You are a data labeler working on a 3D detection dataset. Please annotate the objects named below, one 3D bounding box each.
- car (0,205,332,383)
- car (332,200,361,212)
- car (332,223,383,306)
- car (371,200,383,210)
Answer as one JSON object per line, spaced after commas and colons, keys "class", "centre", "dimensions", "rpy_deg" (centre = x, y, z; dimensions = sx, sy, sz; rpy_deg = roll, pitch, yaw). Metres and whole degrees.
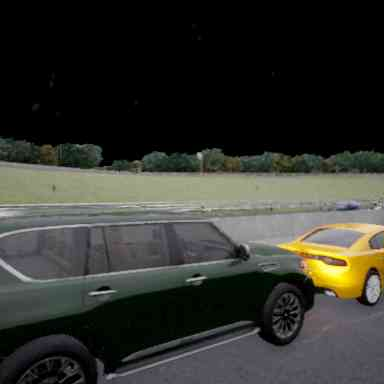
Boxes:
{"class": "car", "centre": [-0.630, 1.234, 4.711], "dimensions": [5.566, 2.045, 2.150], "rpy_deg": [0, 0, -36]}
{"class": "car", "centre": [17.706, 1.670, 38.346], "dimensions": [4.674, 1.442, 1.812], "rpy_deg": [0, 0, -36]}
{"class": "car", "centre": [4.225, 1.507, 8.195], "dimensions": [5.008, 1.535, 1.882], "rpy_deg": [0, 0, -36]}
{"class": "car", "centre": [21.834, 1.637, 37.023], "dimensions": [4.902, 1.511, 2.128], "rpy_deg": [0, 0, -36]}
